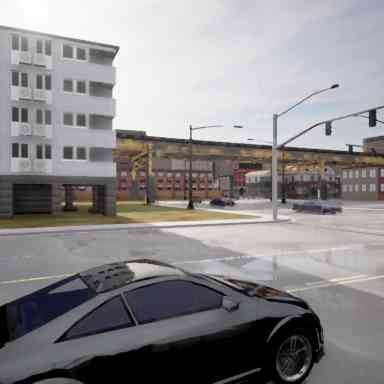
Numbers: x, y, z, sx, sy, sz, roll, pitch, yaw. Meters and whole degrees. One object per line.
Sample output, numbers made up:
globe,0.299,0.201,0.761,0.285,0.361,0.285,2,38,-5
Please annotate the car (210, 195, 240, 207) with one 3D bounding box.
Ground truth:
car,4.630,1.548,50.859,2.033,1.411,5.357,0,0,-25

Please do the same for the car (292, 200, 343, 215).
car,12.611,1.547,33.998,2.033,1.411,5.357,0,0,-26

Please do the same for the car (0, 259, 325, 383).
car,-0.379,1.564,4.054,4.181,1.385,1.994,0,0,-30

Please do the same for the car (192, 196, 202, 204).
car,0.782,1.525,63.188,1.812,1.442,4.674,0,0,-2
